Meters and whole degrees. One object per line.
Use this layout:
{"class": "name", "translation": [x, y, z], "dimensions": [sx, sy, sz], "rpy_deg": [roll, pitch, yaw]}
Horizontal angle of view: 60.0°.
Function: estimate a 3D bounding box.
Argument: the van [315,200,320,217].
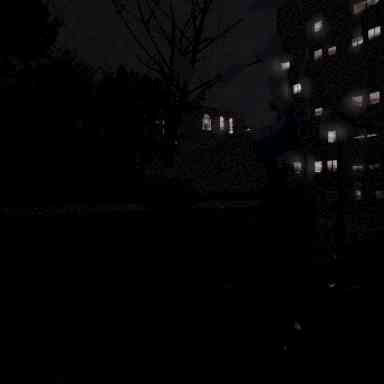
{"class": "van", "translation": [10.434, 1.647, 32.600], "dimensions": [1.690, 1.788, 3.998], "rpy_deg": [-1, 0, -36]}
